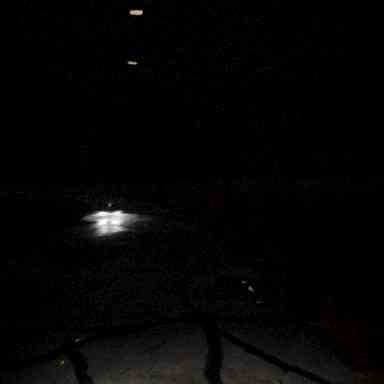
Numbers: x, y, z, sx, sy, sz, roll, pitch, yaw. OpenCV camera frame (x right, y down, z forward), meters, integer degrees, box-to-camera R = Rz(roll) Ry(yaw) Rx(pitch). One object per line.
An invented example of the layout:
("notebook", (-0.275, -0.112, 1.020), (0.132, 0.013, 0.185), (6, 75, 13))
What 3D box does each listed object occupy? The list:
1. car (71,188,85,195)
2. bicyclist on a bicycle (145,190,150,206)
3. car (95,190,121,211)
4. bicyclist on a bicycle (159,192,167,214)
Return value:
("car", (-23.956, -0.075, 69.938), (1.812, 1.442, 4.674), (-2, 2, -39))
("bicyclist on a bicycle", (-4.498, 0.641, 33.760), (0.582, 1.620, 1.656), (-2, 1, -17))
("car", (-7.791, 0.831, 30.980), (2.128, 1.511, 4.902), (-2, 2, -17))
("bicyclist on a bicycle", (-2.166, 0.808, 25.163), (0.582, 1.620, 1.656), (-1, 1, -12))
